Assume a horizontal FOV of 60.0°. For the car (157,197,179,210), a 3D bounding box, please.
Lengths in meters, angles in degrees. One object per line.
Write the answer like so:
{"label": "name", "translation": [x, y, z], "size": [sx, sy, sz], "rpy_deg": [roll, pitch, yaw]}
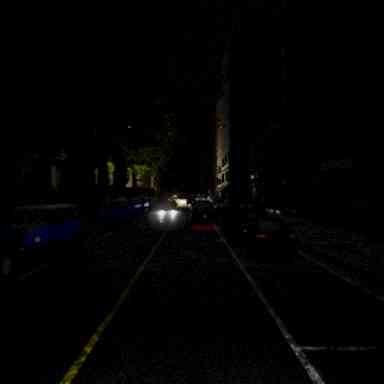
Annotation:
{"label": "car", "translation": [-3.067, 1.657, 43.641], "size": [1.895, 1.301, 4.718], "rpy_deg": [0, 0, 0]}

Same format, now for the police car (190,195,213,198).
{"label": "police car", "translation": [0.918, 1.476, 35.789], "size": [1.930, 1.638, 5.238], "rpy_deg": [0, 0, 0]}

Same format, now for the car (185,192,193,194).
{"label": "car", "translation": [0.039, 1.455, 76.233], "size": [2.128, 1.511, 4.902], "rpy_deg": [0, 0, 0]}

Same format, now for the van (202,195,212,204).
{"label": "van", "translation": [2.888, 1.401, 64.008], "size": [1.690, 1.788, 3.998], "rpy_deg": [0, 0, 0]}

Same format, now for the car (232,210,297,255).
{"label": "car", "translation": [2.861, 1.607, 13.063], "size": [1.802, 1.307, 4.206], "rpy_deg": [0, 0, 0]}

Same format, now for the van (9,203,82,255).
{"label": "van", "translation": [-5.665, 1.366, 13.051], "size": [1.690, 1.788, 3.998], "rpy_deg": [0, 0, 0]}

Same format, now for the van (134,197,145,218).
{"label": "van", "translation": [-5.656, 1.387, 30.024], "size": [1.690, 1.788, 3.998], "rpy_deg": [0, 0, 0]}

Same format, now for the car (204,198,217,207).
{"label": "car", "translation": [2.882, 1.604, 52.687], "size": [1.887, 1.381, 4.507], "rpy_deg": [0, 0, 0]}

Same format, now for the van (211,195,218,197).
{"label": "van", "translation": [2.879, 1.399, 47.027], "size": [1.690, 1.788, 3.998], "rpy_deg": [0, 0, 0]}

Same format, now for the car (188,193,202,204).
{"label": "car", "translation": [0.920, 1.406, 41.649], "size": [2.097, 1.767, 4.553], "rpy_deg": [0, 0, 0]}

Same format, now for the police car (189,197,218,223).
{"label": "police car", "translation": [0.913, 1.467, 25.789], "size": [1.930, 1.638, 5.238], "rpy_deg": [0, 0, 0]}

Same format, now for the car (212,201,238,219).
{"label": "car", "translation": [2.870, 1.591, 30.045], "size": [1.887, 1.381, 4.507], "rpy_deg": [0, 0, 0]}

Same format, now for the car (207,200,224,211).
{"label": "car", "translation": [2.876, 1.637, 41.366], "size": [1.802, 1.307, 4.206], "rpy_deg": [0, 0, 0]}

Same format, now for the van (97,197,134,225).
{"label": "van", "translation": [-5.658, 1.381, 24.367], "size": [1.690, 1.788, 3.998], "rpy_deg": [0, 0, 0]}

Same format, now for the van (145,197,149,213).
{"label": "van", "translation": [-5.652, 1.392, 35.683], "size": [1.690, 1.788, 3.998], "rpy_deg": [0, 0, 0]}

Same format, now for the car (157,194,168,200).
{"label": "car", "translation": [-5.637, 1.375, 63.972], "size": [2.192, 1.841, 5.009], "rpy_deg": [0, 0, 0]}

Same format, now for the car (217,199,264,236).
{"label": "car", "translation": [2.863, 1.348, 18.724], "size": [2.192, 1.841, 5.009], "rpy_deg": [0, 0, 0]}

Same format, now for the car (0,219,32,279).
{"label": "car", "translation": [-5.667, 1.560, 7.393], "size": [1.887, 1.381, 4.507], "rpy_deg": [0, 0, 0]}

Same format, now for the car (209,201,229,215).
{"label": "car", "translation": [2.874, 1.633, 35.705], "size": [1.802, 1.307, 4.206], "rpy_deg": [0, 0, 0]}

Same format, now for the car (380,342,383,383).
{"label": "car", "translation": [2.855, 1.570, 1.742], "size": [1.947, 1.339, 4.313], "rpy_deg": [0, 0, 0]}
